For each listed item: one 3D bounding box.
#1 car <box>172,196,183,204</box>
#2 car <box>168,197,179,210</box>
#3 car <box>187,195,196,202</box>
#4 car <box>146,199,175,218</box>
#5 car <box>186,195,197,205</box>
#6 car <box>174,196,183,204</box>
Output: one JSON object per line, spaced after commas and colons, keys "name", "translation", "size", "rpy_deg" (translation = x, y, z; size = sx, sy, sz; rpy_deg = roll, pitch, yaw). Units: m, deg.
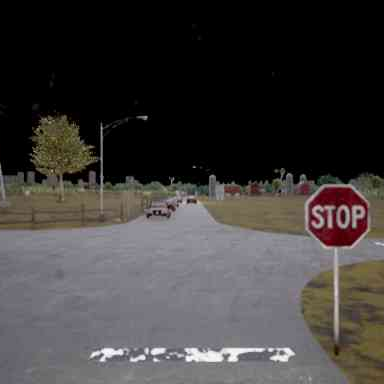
{"name": "car", "translation": [-2.825, 1.491, 65.298], "size": [1.882, 1.535, 5.008], "rpy_deg": [0, 0, 0]}
{"name": "car", "translation": [-2.880, 1.591, 39.434], "size": [1.895, 1.301, 4.718], "rpy_deg": [0, 0, 0]}
{"name": "car", "translation": [-0.080, 1.398, 71.253], "size": [1.994, 1.385, 4.181], "rpy_deg": [0, 0, 0]}
{"name": "car", "translation": [-2.869, 1.555, 29.514], "size": [1.994, 1.385, 4.181], "rpy_deg": [0, 0, 0]}
{"name": "car", "translation": [-0.068, 1.479, 60.827], "size": [1.882, 1.535, 5.008], "rpy_deg": [0, 0, 0]}
{"name": "car", "translation": [-2.886, 1.484, 49.696], "size": [2.128, 1.511, 4.902], "rpy_deg": [0, 0, 1]}
